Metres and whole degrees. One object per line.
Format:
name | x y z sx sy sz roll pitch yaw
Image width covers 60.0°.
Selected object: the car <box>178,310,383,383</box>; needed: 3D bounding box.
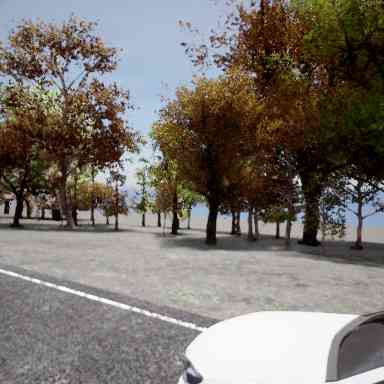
car | 2.032 1.526 2.243 4.674 1.442 1.812 0 0 35
